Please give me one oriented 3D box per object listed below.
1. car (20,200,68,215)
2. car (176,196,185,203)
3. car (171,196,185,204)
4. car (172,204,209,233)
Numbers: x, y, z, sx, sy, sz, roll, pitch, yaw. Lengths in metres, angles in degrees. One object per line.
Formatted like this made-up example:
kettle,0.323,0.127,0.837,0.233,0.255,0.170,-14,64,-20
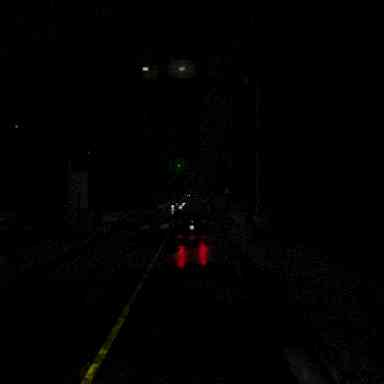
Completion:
car,-14.722,1.539,33.500,4.902,1.511,2.128,0,0,3
car,-2.659,1.683,77.029,1.882,1.535,5.008,0,0,0
car,-2.718,1.644,61.879,1.837,1.490,4.892,0,0,1
car,-0.115,1.621,20.037,1.895,1.301,4.718,0,0,-3
